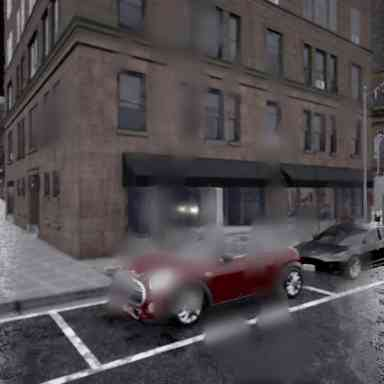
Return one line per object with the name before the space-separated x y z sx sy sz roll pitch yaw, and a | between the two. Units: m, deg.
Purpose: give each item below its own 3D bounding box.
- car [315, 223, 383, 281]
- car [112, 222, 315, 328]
car | 4.914 1.661 10.169 4.313 1.339 1.947 1 -1 -35
car | 0.433 1.481 6.973 4.097 1.590 1.967 1 -1 -35
